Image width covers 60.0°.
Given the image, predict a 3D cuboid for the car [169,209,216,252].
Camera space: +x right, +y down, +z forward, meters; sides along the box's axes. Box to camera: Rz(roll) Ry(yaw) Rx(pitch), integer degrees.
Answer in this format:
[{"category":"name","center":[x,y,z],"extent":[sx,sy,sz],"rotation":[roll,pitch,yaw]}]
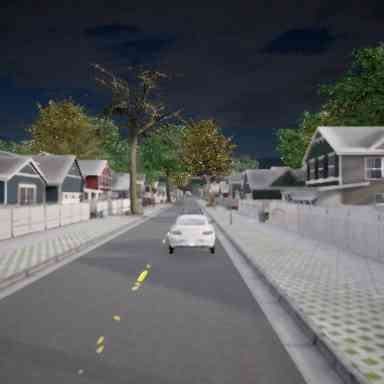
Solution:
[{"category":"car","center":[0.004,1.666,14.388],"extent":[1.812,1.442,4.674],"rotation":[0,0,0]}]

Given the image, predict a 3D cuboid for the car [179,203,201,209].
[{"category":"car","center":[0.000,1.888,29.117],"extent":[1.895,1.301,4.718],"rotation":[0,-1,0]}]

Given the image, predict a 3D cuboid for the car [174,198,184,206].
[{"category":"car","center":[-2.754,2.087,71.839],"extent":[2.097,1.767,4.553],"rotation":[0,-1,0]}]
